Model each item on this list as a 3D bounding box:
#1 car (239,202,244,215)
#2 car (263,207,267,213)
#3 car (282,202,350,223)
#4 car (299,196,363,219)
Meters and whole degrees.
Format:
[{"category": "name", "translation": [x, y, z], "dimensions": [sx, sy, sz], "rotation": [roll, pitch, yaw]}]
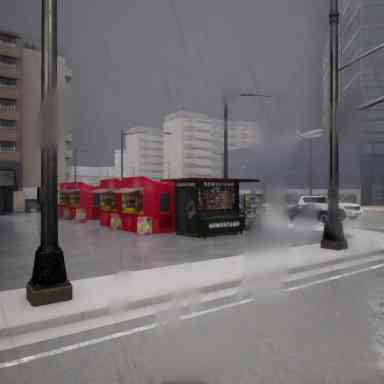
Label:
[{"category": "car", "translation": [3.992, 1.769, 34.499], "dimensions": [2.033, 1.411, 5.357], "rotation": [0, -1, -37]}, {"category": "car", "translation": [5.982, 1.789, 37.722], "dimensions": [2.033, 1.411, 5.357], "rotation": [0, -1, -36]}, {"category": "car", "translation": [9.675, 1.707, 26.702], "dimensions": [1.895, 1.301, 4.718], "rotation": [0, -1, -37]}, {"category": "car", "translation": [12.004, 1.339, 29.432], "dimensions": [2.150, 2.045, 5.566], "rotation": [0, -1, -36]}]
